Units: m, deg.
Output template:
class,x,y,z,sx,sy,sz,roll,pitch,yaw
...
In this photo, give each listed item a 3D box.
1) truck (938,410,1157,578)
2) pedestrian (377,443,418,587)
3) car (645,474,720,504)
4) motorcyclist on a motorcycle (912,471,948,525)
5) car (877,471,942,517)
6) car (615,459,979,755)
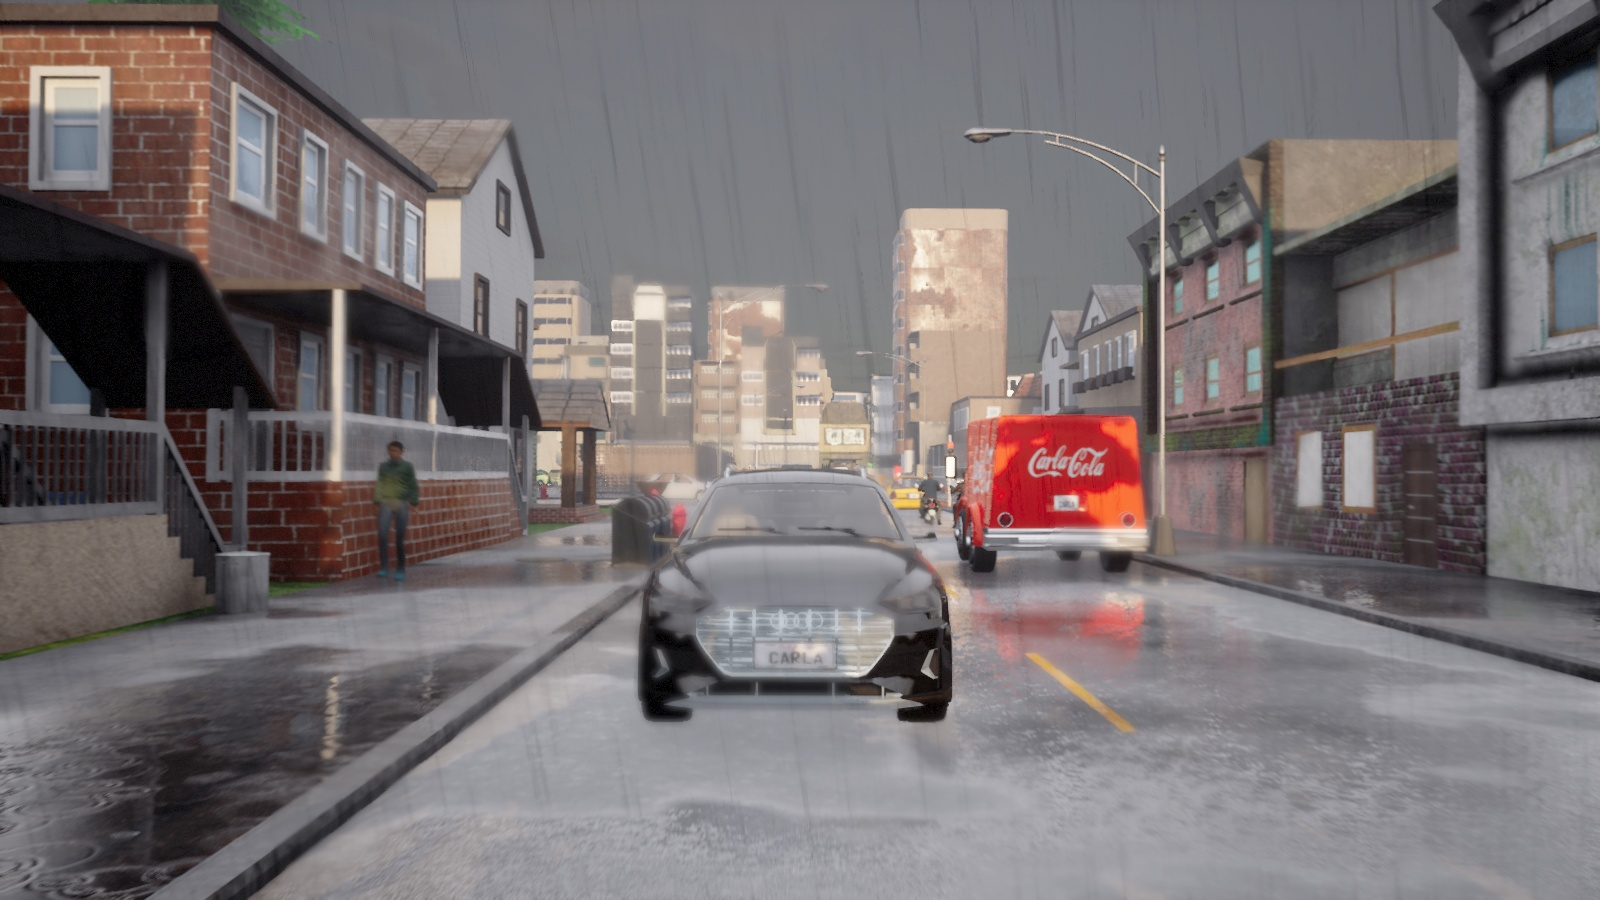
class,x,y,z,sx,sy,sz,roll,pitch,yaw
truck,3.943,0.689,21.146,2.627,2.467,5.204,0,-1,0
pedestrian,-5.273,0.840,16.461,0.353,1.847,0.614,0,-1,-1
car,-6.023,2.002,64.589,3.633,1.501,1.845,0,-1,1
motorcyclist on a motorcycle,3.904,1.425,37.779,0.866,1.590,1.817,0,-1,0
car,3.893,1.549,45.579,1.801,1.575,5.366,0,-1,-1
car,-0.025,0.914,9.462,2.033,1.649,4.856,0,-1,0
